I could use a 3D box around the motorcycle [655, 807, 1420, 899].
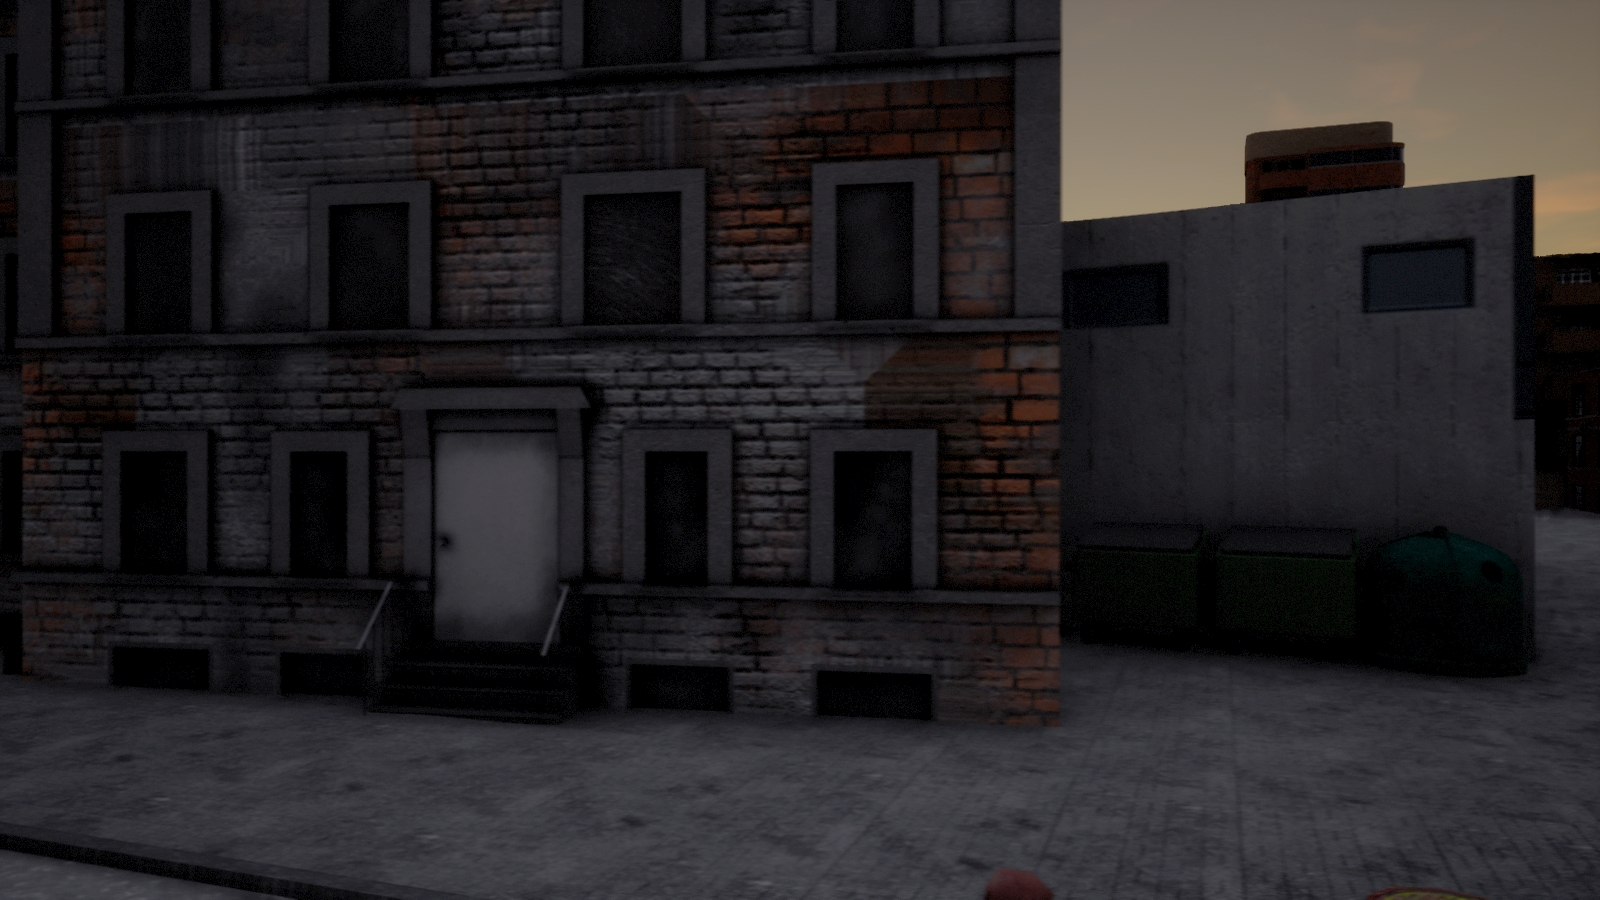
[{"bbox_3d":[0.740,1.985,3.562,2.209,1.251,0.867,0,0,20],"label":"motorcycle"}]
